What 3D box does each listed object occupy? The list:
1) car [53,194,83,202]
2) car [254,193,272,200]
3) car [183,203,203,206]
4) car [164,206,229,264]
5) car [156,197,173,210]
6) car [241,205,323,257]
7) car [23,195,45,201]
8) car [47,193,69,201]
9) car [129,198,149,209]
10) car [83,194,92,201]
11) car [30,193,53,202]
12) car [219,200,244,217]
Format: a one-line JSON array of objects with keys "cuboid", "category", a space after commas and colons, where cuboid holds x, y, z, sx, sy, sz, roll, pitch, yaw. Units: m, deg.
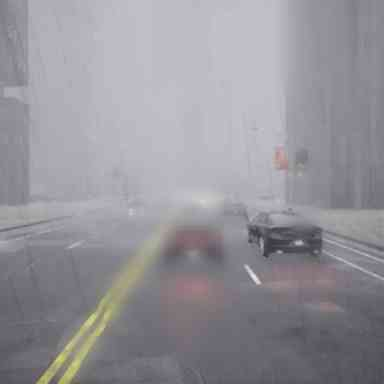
[{"cuboid": [-24.728, 1.435, 66.441, 4.313, 1.339, 1.947, 0, 1, 0], "category": "car"}, {"cuboid": [16.680, 1.026, 78.089, 4.097, 1.590, 1.967, 0, 1, 0], "category": "car"}, {"cuboid": [0.065, 1.517, 25.630, 1.895, 1.301, 4.718, 0, 0, 0], "category": "car"}, {"cuboid": [0.070, 1.470, 11.680, 1.837, 1.490, 4.892, 0, 0, 0], "category": "car"}, {"cuboid": [-3.343, 1.330, 40.919, 1.882, 1.535, 5.008, 0, 0, 0], "category": "car"}, {"cuboid": [3.325, 1.439, 12.802, 1.882, 1.535, 5.008, 0, 0, 0], "category": "car"}, {"cuboid": [-35.581, 1.328, 74.958, 4.206, 1.307, 1.802, 0, 1, 0], "category": "car"}, {"cuboid": [-30.156, 1.167, 74.958, 4.097, 1.590, 1.967, 0, 1, 0], "category": "car"}, {"cuboid": [-6.591, 1.414, 41.527, 1.994, 1.385, 4.181, 0, 0, 0], "category": "car"}, {"cuboid": [-24.731, 1.148, 74.961, 4.097, 1.590, 1.967, 0, 1, 0], "category": "car"}, {"cuboid": [-30.155, 1.203, 66.432, 5.009, 1.841, 2.192, 0, 1, 0], "category": "car"}, {"cuboid": [3.323, 1.402, 27.037, 2.128, 1.511, 4.902, 0, 0, 0], "category": "car"}]
